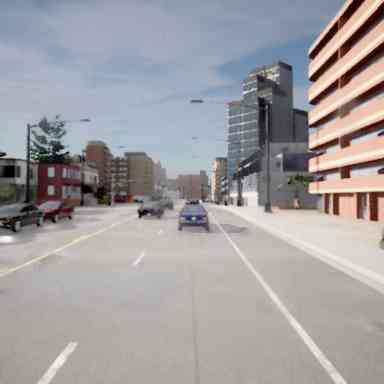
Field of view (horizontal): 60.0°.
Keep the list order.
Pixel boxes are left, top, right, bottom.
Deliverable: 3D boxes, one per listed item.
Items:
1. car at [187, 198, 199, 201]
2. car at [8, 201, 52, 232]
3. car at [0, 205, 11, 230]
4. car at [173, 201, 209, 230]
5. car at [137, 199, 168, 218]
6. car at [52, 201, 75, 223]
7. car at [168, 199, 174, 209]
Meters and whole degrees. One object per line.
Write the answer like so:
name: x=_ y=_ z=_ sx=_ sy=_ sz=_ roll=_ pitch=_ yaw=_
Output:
car: x=0.096 y=1.467 z=42.494 sx=2.128 sy=1.511 sz=4.902 roll=0 pitch=-1 yaw=0
car: x=-10.497 y=1.464 z=19.836 sx=1.837 sy=1.490 sz=4.892 roll=0 pitch=0 yaw=0
car: x=-10.531 y=1.521 z=14.561 sx=2.033 sy=1.411 sz=5.357 roll=0 pitch=0 yaw=1
car: x=0.102 y=1.505 z=20.855 sx=2.033 sy=1.411 sz=5.357 roll=0 pitch=0 yaw=0
car: x=-3.475 y=1.531 z=29.077 sx=1.895 sy=1.301 sz=4.718 roll=0 pitch=0 yaw=0
car: x=-10.498 y=1.417 z=25.222 sx=1.882 sy=1.535 sz=5.008 roll=0 pitch=0 yaw=0
car: x=-3.437 y=1.557 z=43.741 sx=1.994 sy=1.385 sz=4.181 roll=0 pitch=-1 yaw=0
